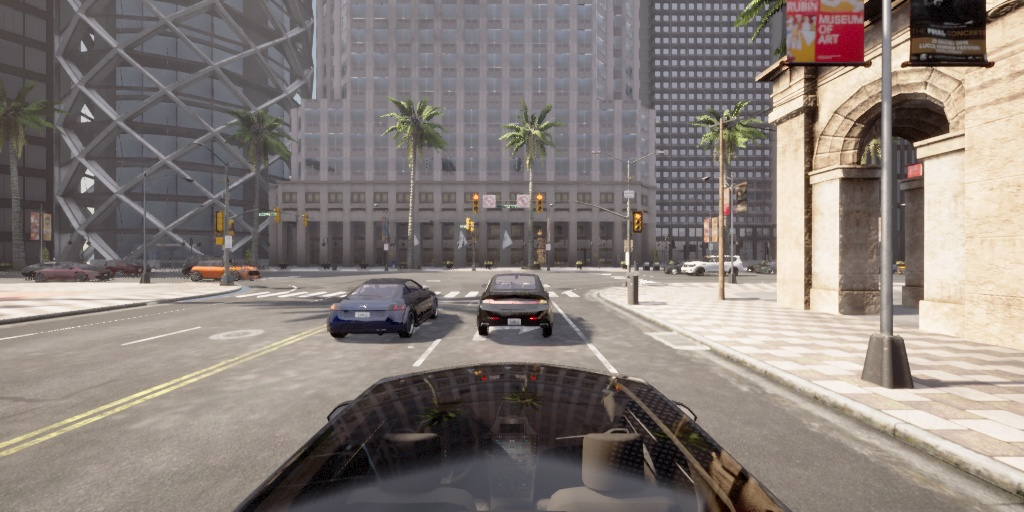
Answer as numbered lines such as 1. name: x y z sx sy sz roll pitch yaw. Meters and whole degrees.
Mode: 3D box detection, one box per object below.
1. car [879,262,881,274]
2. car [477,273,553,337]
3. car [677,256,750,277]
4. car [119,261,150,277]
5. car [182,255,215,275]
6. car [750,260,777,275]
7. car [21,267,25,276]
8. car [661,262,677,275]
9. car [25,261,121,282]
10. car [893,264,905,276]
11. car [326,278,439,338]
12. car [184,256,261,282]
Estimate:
1. car: 39.481 1.297 39.198 5.357 1.411 2.033 0 0 1
2. car: 0.121 1.242 10.352 2.128 1.511 4.902 0 0 2
3. car: 19.989 0.972 35.787 5.566 2.045 2.150 0 0 0
4. car: -38.651 1.227 34.363 5.008 1.535 1.882 0 0 -14
5. car: -26.099 0.971 32.095 5.566 2.045 2.150 0 0 -2
6. car: 28.832 1.314 39.249 4.181 1.385 1.994 0 0 0
7. car: -38.089 1.241 30.628 4.902 1.511 2.128 0 0 -18
8. car: 18.869 1.255 39.291 4.892 1.490 1.837 0 0 0
9. car: -34.094 1.314 27.982 4.181 1.385 1.994 0 0 -11
10. car: 41.441 1.227 35.692 5.008 1.535 1.882 0 0 0
11. car: -3.416 1.314 10.222 1.994 1.385 4.181 0 0 0
12. car: -22.624 1.101 28.502 4.553 1.767 2.097 0 0 1
